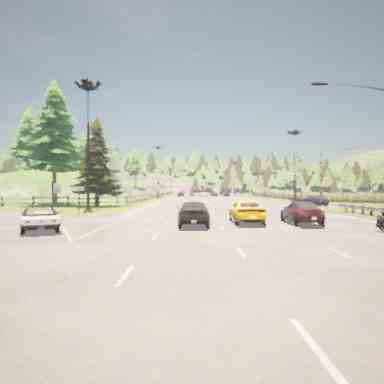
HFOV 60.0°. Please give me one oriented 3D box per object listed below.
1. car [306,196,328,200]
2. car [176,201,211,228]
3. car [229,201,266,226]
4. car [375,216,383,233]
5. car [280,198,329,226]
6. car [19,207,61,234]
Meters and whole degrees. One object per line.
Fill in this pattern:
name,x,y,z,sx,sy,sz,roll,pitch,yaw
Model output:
car,16.430,1.216,45.230,1.994,1.385,4.181,0,1,-37
car,0.101,1.346,20.623,1.837,1.490,4.892,0,0,0
car,3.601,1.307,22.177,1.882,1.535,5.008,0,0,0
car,10.601,1.430,15.125,2.033,1.411,5.357,0,0,0
car,7.102,1.359,21.629,1.812,1.442,4.674,0,0,0
car,-8.420,1.461,18.237,1.895,1.301,4.718,0,0,-28
